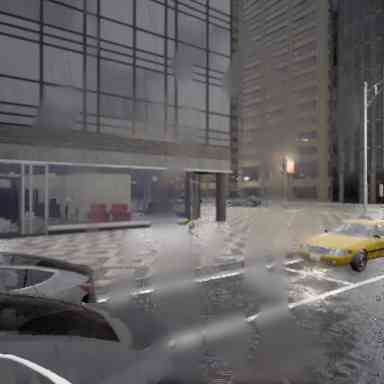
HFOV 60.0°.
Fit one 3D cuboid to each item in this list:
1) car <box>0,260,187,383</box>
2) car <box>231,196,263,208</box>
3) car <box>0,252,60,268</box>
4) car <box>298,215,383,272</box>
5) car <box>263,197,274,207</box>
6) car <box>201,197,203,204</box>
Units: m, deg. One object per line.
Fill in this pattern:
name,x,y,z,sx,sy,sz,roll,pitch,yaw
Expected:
car,-2.305,1.512,1.735,4.892,1.490,1.837,-1,0,-35
car,7.397,1.445,46.935,1.994,1.385,4.181,0,0,-35
car,-3.417,1.569,4.320,4.313,1.339,1.947,-1,1,-35
car,5.346,1.456,10.543,4.829,1.417,1.752,0,1,-35
car,9.841,1.379,49.113,2.128,1.511,4.902,0,0,-35
car,-0.218,1.177,63.413,2.150,2.045,5.566,0,0,-35
